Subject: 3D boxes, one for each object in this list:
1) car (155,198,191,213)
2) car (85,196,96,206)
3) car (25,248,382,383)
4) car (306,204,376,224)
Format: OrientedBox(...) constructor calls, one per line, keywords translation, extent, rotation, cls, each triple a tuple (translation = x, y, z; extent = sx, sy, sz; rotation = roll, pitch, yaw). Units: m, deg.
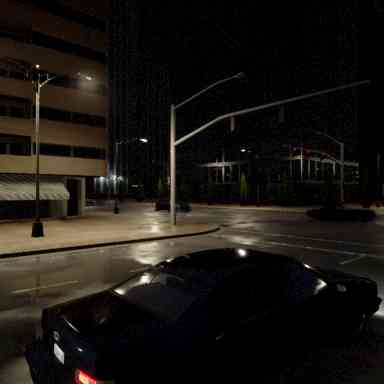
OrientedBox(translation=(-2.138, 1.408, 36.874), extent=(2.097, 1.767, 4.553), rotation=(0, 0, -42), cls="car")
OrientedBox(translation=(-17.374, 1.406, 53.829), extent=(2.097, 1.767, 4.553), rotation=(0, 0, -42), cls="car")
OrientedBox(translation=(0.696, 1.547, 4.703), extent=(5.357, 1.411, 2.033), rotation=(0, 0, -39), cls="car")
OrientedBox(translation=(11.219, 1.609, 25.160), extent=(4.718, 1.301, 1.895), rotation=(0, 0, 28), cls="car")
